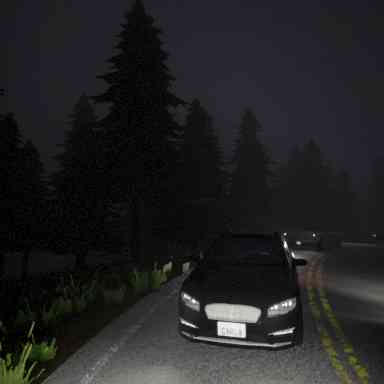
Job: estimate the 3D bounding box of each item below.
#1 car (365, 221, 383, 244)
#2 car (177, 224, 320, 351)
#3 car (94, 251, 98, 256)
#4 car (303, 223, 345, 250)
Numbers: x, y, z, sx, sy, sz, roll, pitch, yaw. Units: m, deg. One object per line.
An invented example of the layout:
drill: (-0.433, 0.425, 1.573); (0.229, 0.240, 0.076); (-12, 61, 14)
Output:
car: (16.461, 3.312, 26.823); (5.566, 2.045, 2.150); (8, -8, -27)
car: (1.139, 1.562, 6.640); (2.128, 1.511, 4.902); (-1, -2, 15)
car: (-20.225, 13.651, 73.019); (4.181, 1.381, 1.994); (-2, -5, 31)
car: (6.549, 2.313, 17.780); (1.895, 1.301, 4.718); (-3, -6, 39)
